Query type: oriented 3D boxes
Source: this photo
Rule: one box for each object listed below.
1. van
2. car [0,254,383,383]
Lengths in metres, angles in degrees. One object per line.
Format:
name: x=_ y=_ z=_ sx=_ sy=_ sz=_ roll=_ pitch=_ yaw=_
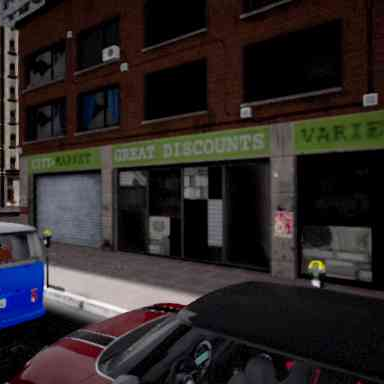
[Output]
van: x=-4.236 y=1.349 z=5.723 sx=3.998 sy=1.788 sz=1.690 roll=0 pitch=0 yaw=35
car: x=0.407 y=1.441 z=2.433 sx=4.097 sy=1.590 sz=1.967 roll=0 pitch=0 yaw=35
